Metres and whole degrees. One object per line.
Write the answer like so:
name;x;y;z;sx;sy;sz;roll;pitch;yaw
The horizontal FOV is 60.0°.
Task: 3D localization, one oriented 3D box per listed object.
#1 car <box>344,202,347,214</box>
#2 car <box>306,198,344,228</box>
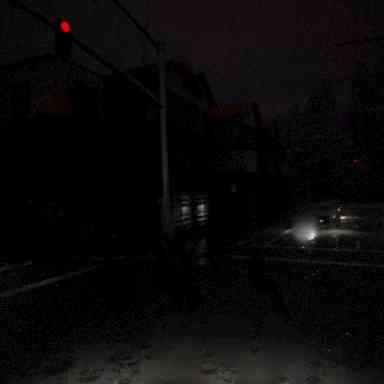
car;12.795;1.264;30.111;1.812;1.442;4.674;-2;0;26
car;8.499;1.382;21.370;1.812;1.442;4.674;-2;0;26
